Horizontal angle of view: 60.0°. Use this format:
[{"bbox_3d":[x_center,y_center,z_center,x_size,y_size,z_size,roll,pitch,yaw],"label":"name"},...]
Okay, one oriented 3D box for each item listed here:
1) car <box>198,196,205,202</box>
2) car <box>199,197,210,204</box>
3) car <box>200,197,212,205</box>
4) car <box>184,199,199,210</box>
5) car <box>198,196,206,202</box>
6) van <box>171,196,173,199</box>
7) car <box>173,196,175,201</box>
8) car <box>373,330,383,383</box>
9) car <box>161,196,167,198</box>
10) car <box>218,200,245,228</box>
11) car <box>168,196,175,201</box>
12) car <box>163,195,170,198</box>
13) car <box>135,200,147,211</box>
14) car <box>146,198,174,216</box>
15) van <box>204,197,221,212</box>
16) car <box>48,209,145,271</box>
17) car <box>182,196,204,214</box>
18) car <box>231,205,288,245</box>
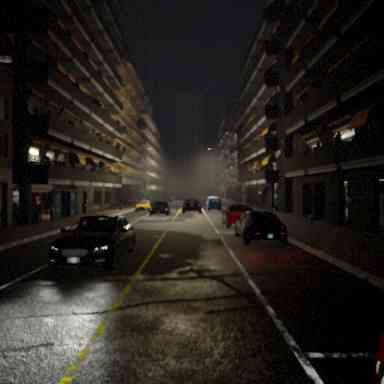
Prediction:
[{"bbox_3d":[2.553,1.820,90.124,1.752,1.417,4.829,-1,0,0],"label":"car"},{"bbox_3d":[2.585,1.766,67.859,2.008,1.369,4.403,-1,0,0],"label":"car"},{"bbox_3d":[2.593,1.747,62.336,2.008,1.369,4.403,-1,0,0],"label":"car"},{"bbox_3d":[-0.043,1.712,47.657,1.994,1.385,4.181,0,0,0],"label":"car"},{"bbox_3d":[2.561,1.825,84.430,2.008,1.369,4.403,-1,0,0],"label":"car"},{"bbox_3d":[-5.806,1.576,73.385,1.690,1.788,3.998,-1,0,0],"label":"van"},{"bbox_3d":[-5.813,1.695,78.908,1.967,1.590,4.097,-1,0,0],"label":"car"},{"bbox_3d":[2.681,1.550,1.579,1.887,1.381,4.507,0,0,0],"label":"car"},{"bbox_3d":[-5.780,1.744,56.813,1.947,1.339,4.313,0,0,0],"label":"car"},{"bbox_3d":[3.107,1.544,22.577,1.882,1.535,5.008,0,0,0],"label":"car"},{"bbox_3d":[-5.836,1.888,95.452,1.947,1.339,4.313,-1,0,0],"label":"car"},{"bbox_3d":[-5.788,1.742,62.337,1.887,1.381,4.507,0,0,0],"label":"car"},{"bbox_3d":[-5.756,1.648,40.074,1.752,1.417,4.829,0,0,0],"label":"car"},{"bbox_3d":[-3.145,1.627,33.416,1.812,1.442,4.674,0,0,0],"label":"car"},{"bbox_3d":[2.623,1.464,40.244,1.690,1.788,3.998,-1,0,0],"label":"van"},{"bbox_3d":[-3.079,1.525,11.121,2.128,1.511,4.902,0,0,0],"label":"car"},{"bbox_3d":[0.000,1.466,37.407,2.097,1.767,4.553,0,0,0],"label":"car"},{"bbox_3d":[3.126,1.571,15.577,1.812,1.442,4.674,0,0,0],"label":"car"}]
